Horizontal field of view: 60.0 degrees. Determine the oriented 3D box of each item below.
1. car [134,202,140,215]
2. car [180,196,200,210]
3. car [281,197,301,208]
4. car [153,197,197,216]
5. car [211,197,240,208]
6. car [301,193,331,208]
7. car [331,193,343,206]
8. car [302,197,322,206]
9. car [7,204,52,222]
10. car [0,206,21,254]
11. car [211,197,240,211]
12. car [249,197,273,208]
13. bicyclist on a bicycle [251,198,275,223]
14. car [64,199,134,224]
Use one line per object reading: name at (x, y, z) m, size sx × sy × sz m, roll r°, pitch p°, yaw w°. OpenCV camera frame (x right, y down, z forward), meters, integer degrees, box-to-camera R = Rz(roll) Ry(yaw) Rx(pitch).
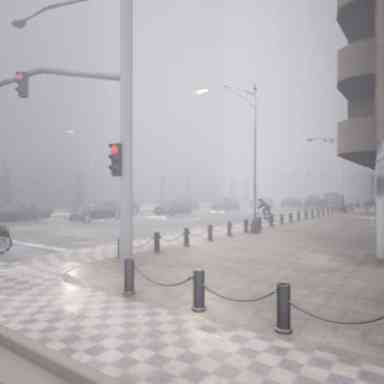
car at (-6.930, 1.434, 30.685) m, size 1.837 × 1.490 × 4.892 m, roll 0°, pitch 0°, yaw 36°
car at (-1.079, 1.281, 38.780) m, size 2.097 × 1.767 × 4.553 m, roll 0°, pitch 0°, yaw 36°
car at (14.255, 1.460, 47.735) m, size 1.812 × 1.442 × 4.674 m, roll 0°, pitch 0°, yaw 36°
car at (-1.804, 1.495, 31.806) m, size 1.994 × 1.385 × 4.181 m, roll 0°, pitch 0°, yaw 36°
car at (4.762, 1.434, 46.841) m, size 1.837 × 1.490 × 4.892 m, roll 0°, pitch 0°, yaw 36°
car at (17.113, 1.289, 45.714) m, size 2.097 × 1.767 × 4.553 m, roll 0°, pitch 0°, yaw 36°
car at (22.887, 1.159, 53.765) m, size 2.150 × 2.045 × 5.566 m, roll 0°, pitch 0°, yaw 37°
car at (20.285, 1.536, 56.132) m, size 1.895 × 1.301 × 4.718 m, roll 0°, pitch 0°, yaw 35°
car at (-12.398, 1.530, 23.135) m, size 1.895 × 1.301 × 4.718 m, roll 0°, pitch 0°, yaw 36°
car at (-7.524, 1.414, 10.084) m, size 1.882 × 1.535 × 5.008 m, roll -2°, pitch 0°, yaw -1°
car at (4.037, 1.496, 39.888) m, size 1.994 × 1.385 × 4.181 m, roll 0°, pitch 0°, yaw 36°
car at (10.068, 1.410, 48.162) m, size 1.882 × 1.535 × 5.008 m, roll 0°, pitch 0°, yaw 36°
bicyclist on a bicycle at (4.682, 1.240, 22.028) m, size 1.656 × 1.620 × 0.582 m, roll 0°, pitch 0°, yaw 36°
car at (-7.022, 1.423, 24.579) m, size 2.128 × 1.511 × 4.902 m, roll 0°, pitch 0°, yaw 36°
